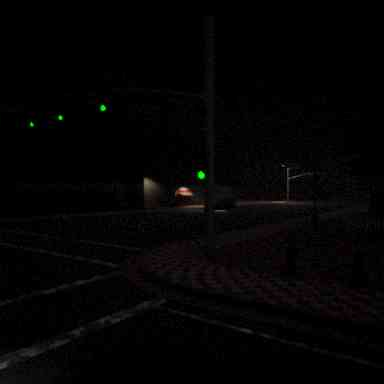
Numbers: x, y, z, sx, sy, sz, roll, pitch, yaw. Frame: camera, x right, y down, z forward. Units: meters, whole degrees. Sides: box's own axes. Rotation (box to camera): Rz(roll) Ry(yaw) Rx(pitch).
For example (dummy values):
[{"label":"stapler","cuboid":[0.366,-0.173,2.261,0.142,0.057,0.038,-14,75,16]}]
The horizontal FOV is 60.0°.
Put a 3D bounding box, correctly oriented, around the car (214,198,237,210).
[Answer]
[{"label":"car","cuboid":[4.149,1.553,43.271,1.812,1.442,4.674,0,0,36]}]
